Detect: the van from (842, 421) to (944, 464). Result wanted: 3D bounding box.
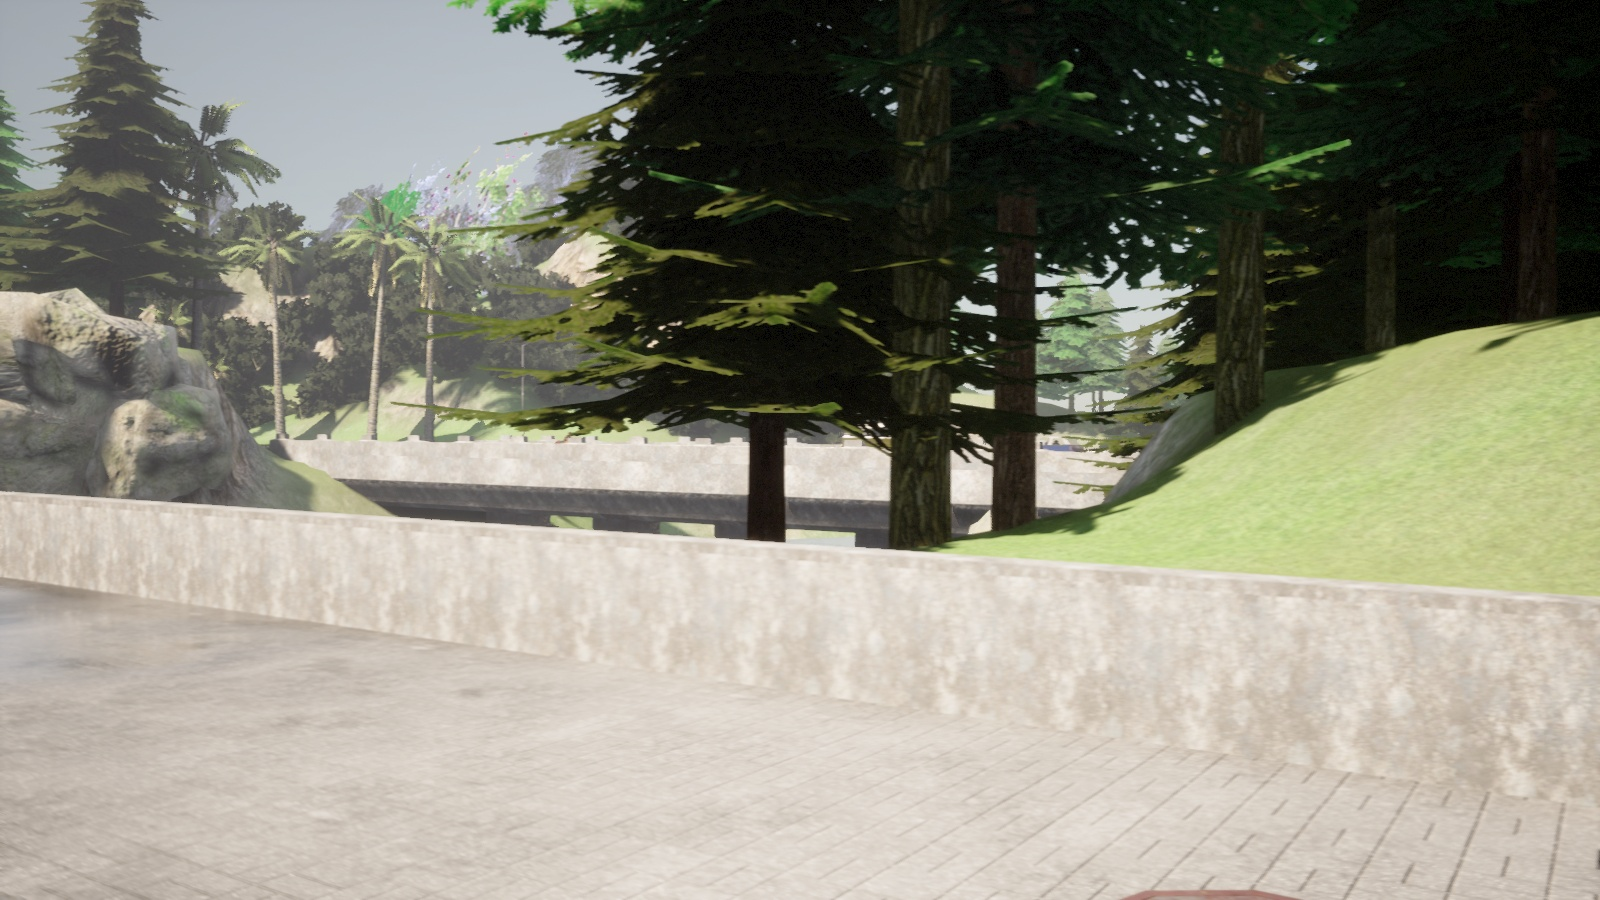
[{"bbox_3d":[4.484,-0.366,60.686,4.480,2.038,2.069,0,1,34],"label":"van"}]

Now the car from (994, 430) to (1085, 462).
[{"bbox_3d":[11.585,-0.199,60.781,3.806,1.475,1.970,0,1,34],"label":"car"}]
